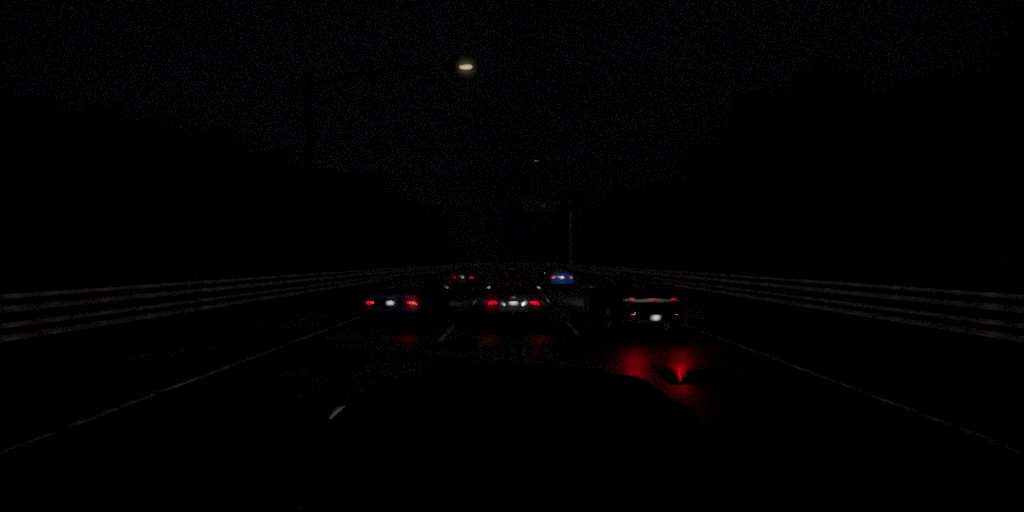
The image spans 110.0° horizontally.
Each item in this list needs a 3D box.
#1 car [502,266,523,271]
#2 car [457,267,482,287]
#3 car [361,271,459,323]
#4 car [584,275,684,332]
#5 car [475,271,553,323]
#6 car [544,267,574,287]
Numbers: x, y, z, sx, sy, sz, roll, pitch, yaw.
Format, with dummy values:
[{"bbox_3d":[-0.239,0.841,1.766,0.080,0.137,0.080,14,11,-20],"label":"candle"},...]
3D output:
[{"bbox_3d":[0.088,1.615,33.522,1.812,1.442,4.674,0,-1,0],"label":"car"},{"bbox_3d":[-3.434,1.572,27.687,2.033,1.411,5.357,0,-1,0],"label":"car"},{"bbox_3d":[-3.434,1.410,12.683,2.033,1.411,5.357,0,-1,0],"label":"car"},{"bbox_3d":[3.557,1.339,11.270,2.128,1.511,4.902,0,-1,0],"label":"car"},{"bbox_3d":[0.066,1.410,12.676,2.033,1.411,5.357,0,-1,0],"label":"car"},{"bbox_3d":[3.566,1.571,27.687,2.033,1.411,5.357,0,-1,0],"label":"car"}]
